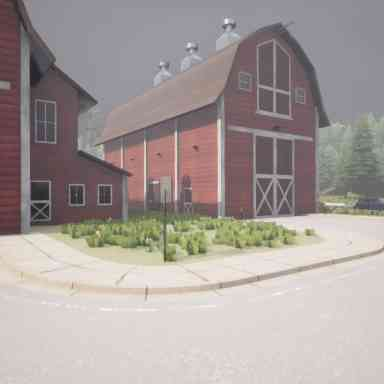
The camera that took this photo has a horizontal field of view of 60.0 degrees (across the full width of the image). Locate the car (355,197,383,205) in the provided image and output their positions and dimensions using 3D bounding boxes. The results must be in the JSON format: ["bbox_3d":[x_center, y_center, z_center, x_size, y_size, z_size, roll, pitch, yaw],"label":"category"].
[{"bbox_3d":[20.138,1.389,36.065,2.097,1.767,4.553,0,0,-34],"label":"car"}]
